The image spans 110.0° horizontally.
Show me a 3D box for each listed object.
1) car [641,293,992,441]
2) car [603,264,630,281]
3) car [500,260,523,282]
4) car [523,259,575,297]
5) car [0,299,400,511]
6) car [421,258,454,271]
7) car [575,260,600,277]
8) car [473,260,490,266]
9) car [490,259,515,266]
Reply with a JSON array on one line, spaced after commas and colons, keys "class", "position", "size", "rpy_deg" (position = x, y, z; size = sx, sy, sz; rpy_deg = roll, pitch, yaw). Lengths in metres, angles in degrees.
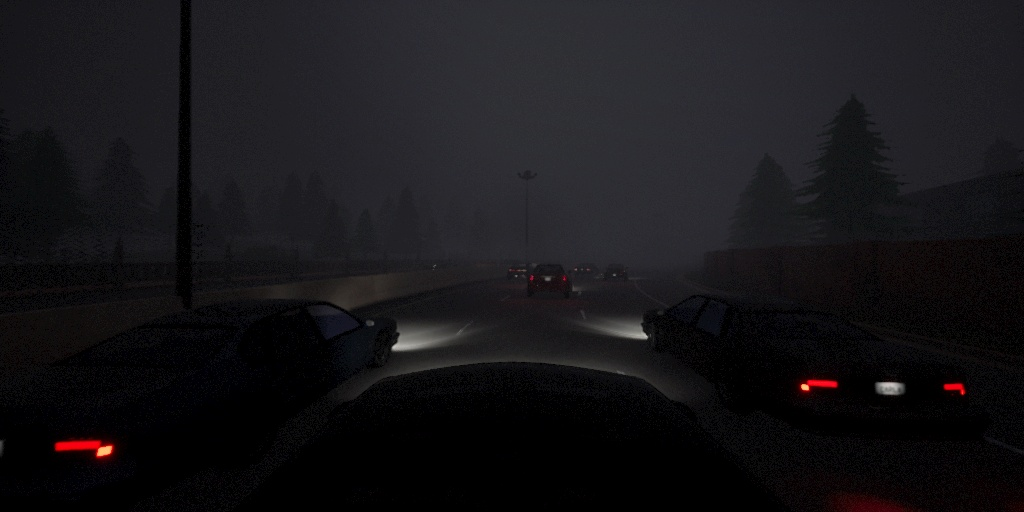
[{"class": "car", "position": [3.778, 1.324, 5.938], "size": [2.033, 1.411, 5.357], "rpy_deg": [0, 0, 4]}, {"class": "car", "position": [9.112, 1.385, 31.322], "size": [1.812, 1.442, 4.674], "rpy_deg": [0, 0, 20]}, {"class": "car", "position": [1.024, 1.311, 29.170], "size": [2.128, 1.511, 4.902], "rpy_deg": [0, 0, 17]}, {"class": "car", "position": [2.138, 1.152, 19.427], "size": [2.097, 1.767, 4.553], "rpy_deg": [0, 0, 11]}, {"class": "car", "position": [-3.273, 1.290, 4.807], "size": [2.033, 1.411, 5.357], "rpy_deg": [0, 0, 3]}, {"class": "car", "position": [-8.928, 1.161, 43.147], "size": [2.097, 1.767, 4.553], "rpy_deg": [0, 0, 23]}, {"class": "car", "position": [7.957, 1.418, 37.923], "size": [2.033, 1.411, 5.357], "rpy_deg": [0, 0, 24]}, {"class": "car", "position": [-3.339, 1.320, 47.089], "size": [1.882, 1.535, 5.008], "rpy_deg": [0, 0, 26]}, {"class": "car", "position": [-0.370, 1.203, 45.174], "size": [2.097, 1.767, 4.553], "rpy_deg": [0, 0, 26]}]
